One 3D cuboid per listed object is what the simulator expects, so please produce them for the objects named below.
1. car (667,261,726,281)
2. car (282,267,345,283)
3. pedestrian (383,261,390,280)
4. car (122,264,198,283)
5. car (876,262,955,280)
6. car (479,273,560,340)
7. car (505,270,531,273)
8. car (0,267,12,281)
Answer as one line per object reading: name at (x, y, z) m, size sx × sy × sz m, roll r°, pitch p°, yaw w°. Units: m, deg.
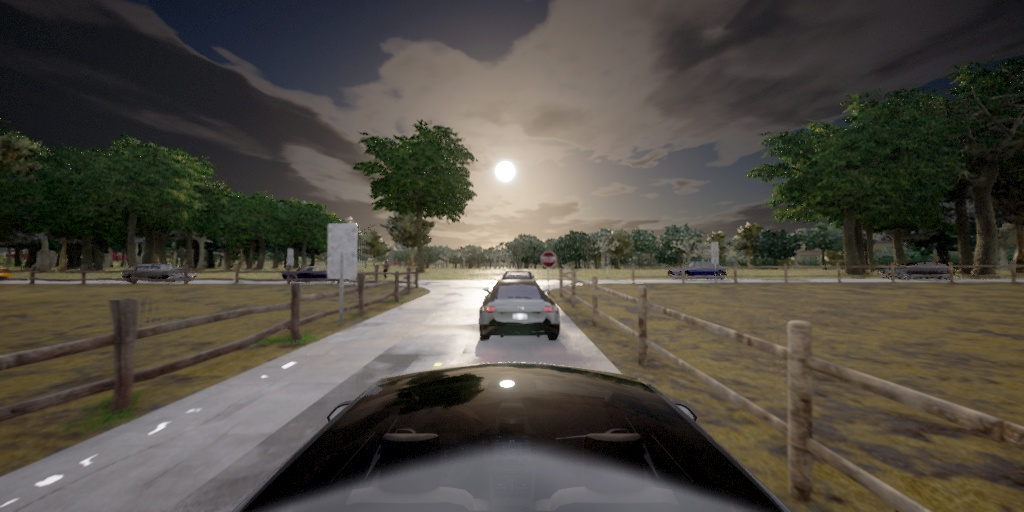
car at (15.978, 1.220, 31.299) m, size 4.553 × 1.767 × 2.097 m, roll 0°, pitch -2°, yaw 1°
car at (-15.352, 1.482, 28.391) m, size 4.718 × 1.301 × 1.895 m, roll 0°, pitch -2°, yaw 1°
pedestrian at (-12.110, 1.324, 34.405) m, size 0.375 × 1.860 × 0.375 m, roll 0°, pitch -2°, yaw 0°
car at (-27.779, 1.366, 28.431) m, size 4.902 × 1.511 × 2.128 m, roll 0°, pitch -2°, yaw 0°
car at (33.908, 1.257, 30.249) m, size 4.892 × 1.490 × 1.837 m, roll -1°, pitch -2°, yaw 9°
car at (0.121, 1.349, 10.101) m, size 1.994 × 1.385 × 4.181 m, roll 0°, pitch 0°, yaw -2°
car at (0.408, 1.450, 20.342) m, size 1.895 × 1.301 × 4.718 m, roll 0°, pitch 0°, yaw 5°
car at (-47.051, 1.434, 31.331) m, size 5.008 × 1.535 × 1.882 m, roll 0°, pitch -2°, yaw 1°
